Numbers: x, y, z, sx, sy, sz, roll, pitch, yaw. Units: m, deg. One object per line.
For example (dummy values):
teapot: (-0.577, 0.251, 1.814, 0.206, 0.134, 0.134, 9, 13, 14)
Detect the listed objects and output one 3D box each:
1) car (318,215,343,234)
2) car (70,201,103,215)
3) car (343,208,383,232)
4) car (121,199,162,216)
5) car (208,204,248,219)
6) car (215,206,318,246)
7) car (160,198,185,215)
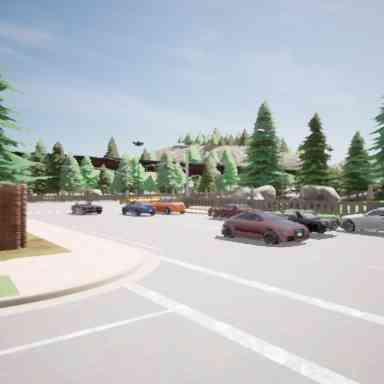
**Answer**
car: (5.620, 1.643, 18.750, 1.895, 1.301, 4.718, 0, 0, -38)
car: (-10.813, 1.641, 34.104, 1.895, 1.301, 4.718, 0, 0, -38)
car: (10.515, 1.569, 18.122, 1.812, 1.442, 4.674, 0, 0, -38)
car: (-5.260, 1.567, 32.781, 1.812, 1.442, 4.674, 0, 0, -38)
car: (3.385, 1.643, 27.358, 1.895, 1.301, 4.718, 0, 0, -38)
car: (3.339, 1.605, 15.652, 1.994, 1.385, 4.181, 0, 0, -38)
car: (-2.704, 1.394, 35.232, 2.097, 1.767, 4.553, 0, 0, -38)
